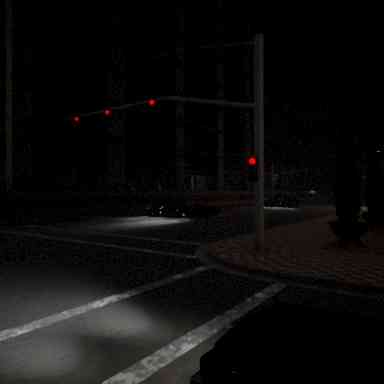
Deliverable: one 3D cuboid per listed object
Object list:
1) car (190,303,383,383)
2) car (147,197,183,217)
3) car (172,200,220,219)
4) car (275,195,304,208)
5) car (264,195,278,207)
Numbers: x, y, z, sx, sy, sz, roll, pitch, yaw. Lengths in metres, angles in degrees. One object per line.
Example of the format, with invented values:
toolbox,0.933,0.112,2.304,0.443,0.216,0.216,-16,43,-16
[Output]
car,2.317,1.598,2.324,4.718,1.301,1.895,0,0,35
car,-2.305,1.435,32.491,2.097,1.767,4.553,0,0,36
car,0.576,1.670,30.504,1.895,1.301,4.718,0,0,36
car,14.695,1.575,49.904,1.837,1.490,4.892,0,0,36
car,12.688,1.631,53.076,2.033,1.411,5.357,0,0,36
